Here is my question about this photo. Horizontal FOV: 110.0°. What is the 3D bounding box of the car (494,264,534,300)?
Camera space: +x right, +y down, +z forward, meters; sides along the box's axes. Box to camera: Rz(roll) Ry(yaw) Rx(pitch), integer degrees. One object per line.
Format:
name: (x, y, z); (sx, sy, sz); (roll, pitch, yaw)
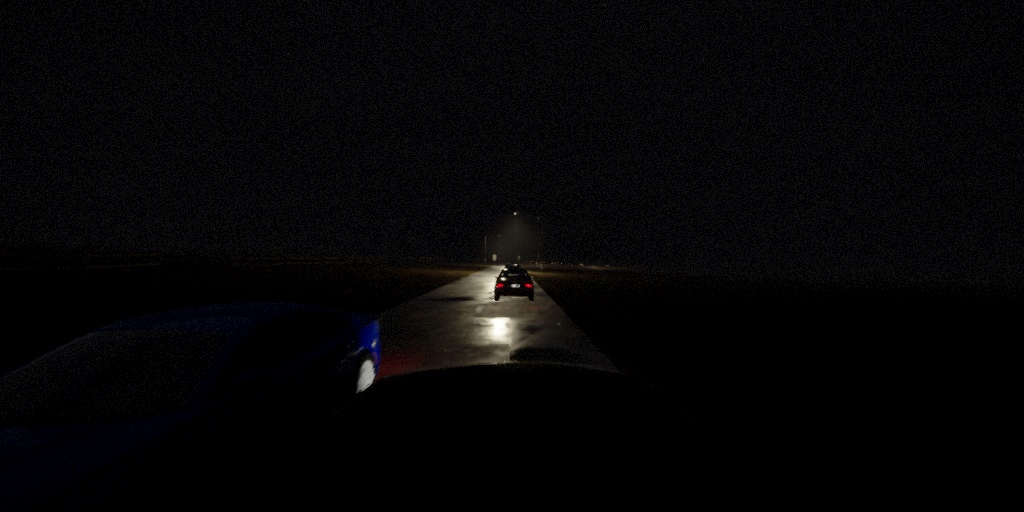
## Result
car: (0.095, 1.319, 17.682); (2.033, 1.411, 5.357); (0, 0, 0)

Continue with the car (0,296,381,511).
car: (-2.850, 1.228, 3.265); (1.882, 1.535, 5.008); (0, 0, 0)
